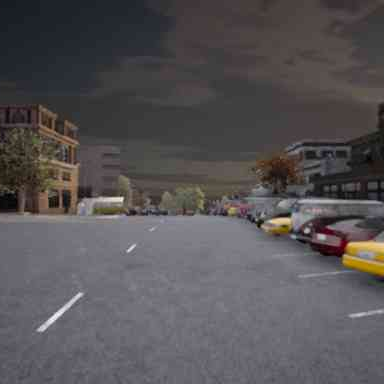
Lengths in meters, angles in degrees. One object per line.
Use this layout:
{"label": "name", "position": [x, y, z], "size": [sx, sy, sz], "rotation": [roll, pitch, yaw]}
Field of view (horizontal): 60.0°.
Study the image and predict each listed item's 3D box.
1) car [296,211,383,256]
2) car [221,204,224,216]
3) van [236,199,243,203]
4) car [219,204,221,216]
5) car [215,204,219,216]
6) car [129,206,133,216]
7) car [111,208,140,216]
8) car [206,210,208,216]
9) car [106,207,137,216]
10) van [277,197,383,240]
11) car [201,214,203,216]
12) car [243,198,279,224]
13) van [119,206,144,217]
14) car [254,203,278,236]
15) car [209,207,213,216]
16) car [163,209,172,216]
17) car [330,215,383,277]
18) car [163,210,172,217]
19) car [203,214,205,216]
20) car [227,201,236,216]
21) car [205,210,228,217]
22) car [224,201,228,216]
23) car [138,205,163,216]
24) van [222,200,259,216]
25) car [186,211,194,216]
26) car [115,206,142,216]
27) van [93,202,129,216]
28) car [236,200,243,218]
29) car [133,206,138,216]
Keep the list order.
{"label": "car", "position": [6.461, 1.570, 11.760], "size": [4.792, 1.488, 2.163], "rotation": [1, -1, -20]}
{"label": "car", "position": [6.358, 2.062, 38.108], "size": [4.892, 1.521, 2.231], "rotation": [2, -3, -20]}
{"label": "van", "position": [6.512, 1.509, 29.389], "size": [4.442, 1.987, 1.878], "rotation": [2, -2, -20]}
{"label": "car", "position": [6.338, 2.211, 41.031], "size": [5.008, 1.535, 2.097], "rotation": [2, -4, -20]}
{"label": "car", "position": [6.253, 2.600, 46.868], "size": [4.792, 1.488, 2.163], "rotation": [2, -4, -20]}
{"label": "car", "position": [-11.588, 2.626, 49.004], "size": [4.553, 1.767, 2.185], "rotation": [1, -4, -20]}
{"label": "car", "position": [-11.652, 3.469, 57.954], "size": [4.674, 1.452, 2.002], "rotation": [1, -4, -21]}
{"label": "car", "position": [6.022, 4.161, 67.350], "size": [4.892, 1.521, 2.231], "rotation": [3, -5, -21]}
{"label": "car", "position": [-11.648, 3.226, 54.958], "size": [4.792, 1.488, 2.163], "rotation": [1, -4, -21]}
{"label": "van", "position": [6.329, 1.326, 14.638], "size": [4.442, 1.987, 1.878], "rotation": [1, 0, -20]}
{"label": "car", "position": [5.571, 6.207, 90.723], "size": [4.553, 1.767, 2.185], "rotation": [3, -6, -21]}
{"label": "car", "position": [6.407, 1.332, 20.545], "size": [5.566, 2.045, 2.435], "rotation": [1, -1, -20]}
{"label": "van", "position": [-11.633, 3.689, 63.989], "size": [4.442, 1.987, 1.878], "rotation": [1, -5, -21]}
{"label": "car", "position": [6.260, 1.562, 17.553], "size": [5.366, 1.575, 1.946], "rotation": [1, 0, -20]}
{"label": "car", "position": [6.156, 3.442, 58.581], "size": [5.008, 1.535, 2.097], "rotation": [2, -5, -21]}
{"label": "car", "position": [-5.326, 3.745, 61.328], "size": [2.033, 1.411, 5.357], "rotation": [0, -5, 0]}
{"label": "car", "position": [6.607, 1.526, 8.877], "size": [5.366, 1.575, 1.946], "rotation": [1, -1, -20]}
{"label": "car", "position": [-5.539, 4.988, 76.441], "size": [1.812, 1.442, 4.674], "rotation": [0, -5, -1]}
{"label": "car", "position": [5.965, 4.420, 73.234], "size": [5.566, 2.045, 2.435], "rotation": [3, -6, -21]}
{"label": "car", "position": [6.394, 1.823, 32.264], "size": [4.892, 1.521, 2.231], "rotation": [2, -2, -20]}
{"label": "car", "position": [5.839, 5.200, 79.040], "size": [5.008, 1.535, 2.097], "rotation": [3, -6, -21]}
{"label": "car", "position": [6.542, 1.933, 35.257], "size": [5.366, 1.575, 1.946], "rotation": [2, -3, -20]}
{"label": "car", "position": [-5.189, 2.344, 41.795], "size": [1.994, 1.385, 4.181], "rotation": [0, -3, 0]}
{"label": "van", "position": [6.419, 2.160, 44.012], "size": [4.442, 1.987, 1.878], "rotation": [2, -4, -20]}
{"label": "car", "position": [-0.491, 4.837, 73.755], "size": [1.895, 1.301, 4.718], "rotation": [0, -5, -1]}
{"label": "car", "position": [-11.667, 3.543, 60.958], "size": [4.553, 1.767, 2.185], "rotation": [1, -5, -21]}
{"label": "van", "position": [-11.417, 2.318, 46.077], "size": [4.442, 1.987, 1.878], "rotation": [1, -4, -20]}
{"label": "car", "position": [6.404, 1.663, 26.421], "size": [4.892, 1.521, 2.231], "rotation": [1, -2, -20]}
{"label": "car", "position": [-11.570, 2.722, 52.026], "size": [5.566, 2.045, 2.435], "rotation": [1, -5, -21]}
